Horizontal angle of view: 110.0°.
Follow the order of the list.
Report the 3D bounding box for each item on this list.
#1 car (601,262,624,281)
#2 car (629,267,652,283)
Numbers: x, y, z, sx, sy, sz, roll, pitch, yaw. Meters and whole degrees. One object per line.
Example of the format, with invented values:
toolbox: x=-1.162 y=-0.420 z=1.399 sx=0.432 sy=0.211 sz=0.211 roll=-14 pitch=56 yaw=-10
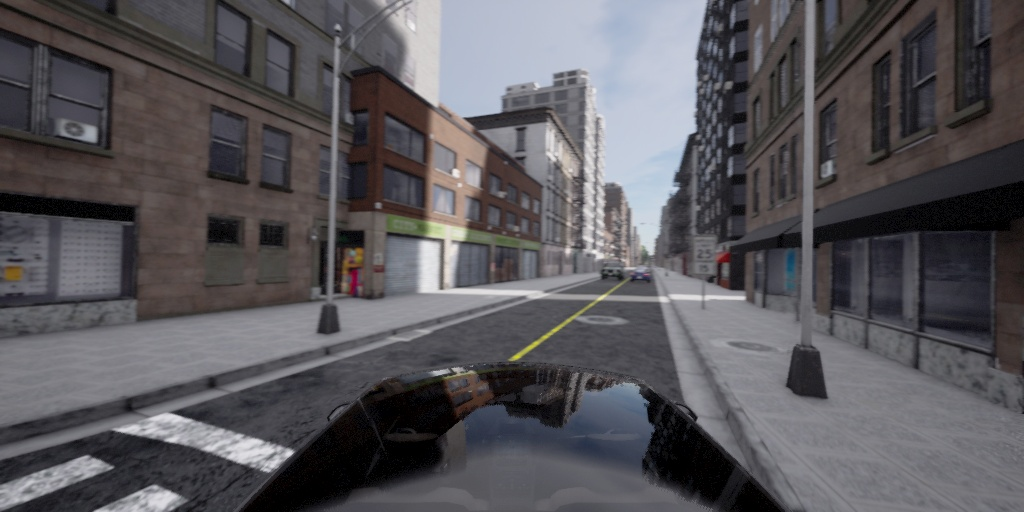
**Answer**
car: x=11.619 y=1.683 z=41.223 sx=2.150 sy=2.045 sz=5.566 roll=1 pitch=-1 yaw=21
car: x=13.354 y=1.980 z=37.232 sx=1.812 sy=1.442 sz=4.674 roll=1 pitch=-1 yaw=22
